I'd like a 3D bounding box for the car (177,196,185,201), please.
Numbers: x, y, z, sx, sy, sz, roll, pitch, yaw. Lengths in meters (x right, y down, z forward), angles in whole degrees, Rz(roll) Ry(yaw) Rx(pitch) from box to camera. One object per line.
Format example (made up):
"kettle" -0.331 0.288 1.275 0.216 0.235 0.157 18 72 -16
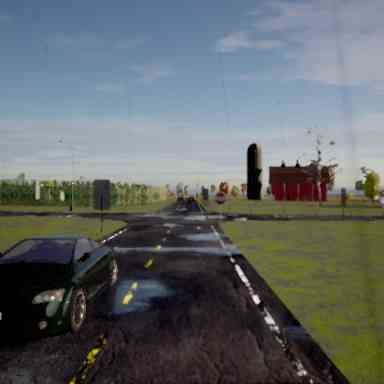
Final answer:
"car" -2.752 1.647 84.044 1.994 1.385 4.181 0 0 0

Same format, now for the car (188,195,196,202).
"car" -0.005 1.801 89.838 2.097 1.767 4.553 0 0 0

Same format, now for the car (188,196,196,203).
"car" -0.002 1.943 79.432 1.837 1.490 4.892 0 0 0

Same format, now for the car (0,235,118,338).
"car" -2.842 1.594 6.730 1.994 1.385 4.181 0 0 0
